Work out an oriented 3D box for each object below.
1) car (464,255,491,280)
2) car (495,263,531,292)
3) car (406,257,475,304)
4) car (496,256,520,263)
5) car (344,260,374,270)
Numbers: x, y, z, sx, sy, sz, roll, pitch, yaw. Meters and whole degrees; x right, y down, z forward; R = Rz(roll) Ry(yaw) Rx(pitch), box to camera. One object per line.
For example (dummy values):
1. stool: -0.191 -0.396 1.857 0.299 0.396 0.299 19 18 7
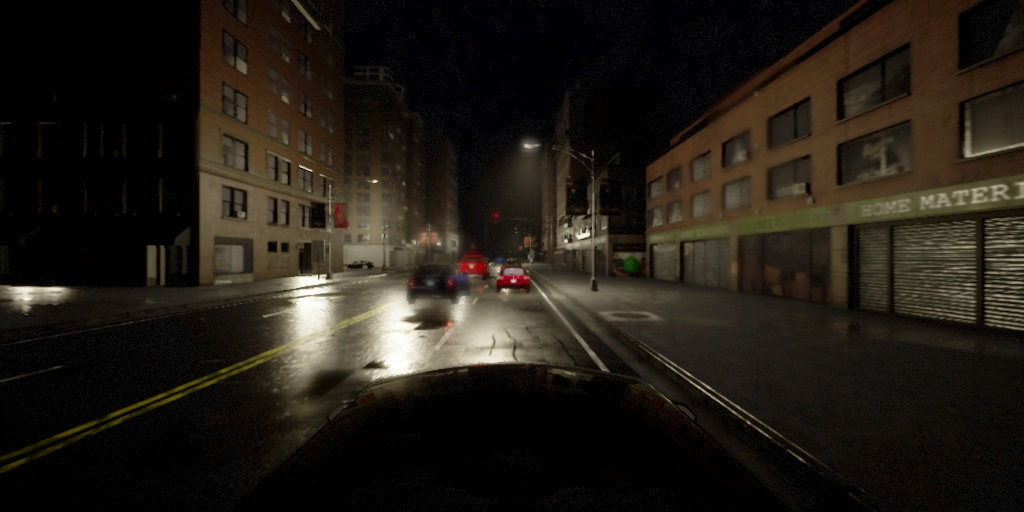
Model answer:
1. car: -3.155 0.944 31.024 2.150 2.045 5.566 0 0 0
2. car: 0.092 1.295 21.067 1.994 1.385 4.181 0 0 0
3. car: -3.163 1.092 16.361 2.097 1.767 4.553 0 1 2
4. car: -0.005 1.075 30.988 2.097 1.767 4.553 0 0 0
5. car: -22.158 1.294 51.861 4.313 1.339 1.948 0 0 0
